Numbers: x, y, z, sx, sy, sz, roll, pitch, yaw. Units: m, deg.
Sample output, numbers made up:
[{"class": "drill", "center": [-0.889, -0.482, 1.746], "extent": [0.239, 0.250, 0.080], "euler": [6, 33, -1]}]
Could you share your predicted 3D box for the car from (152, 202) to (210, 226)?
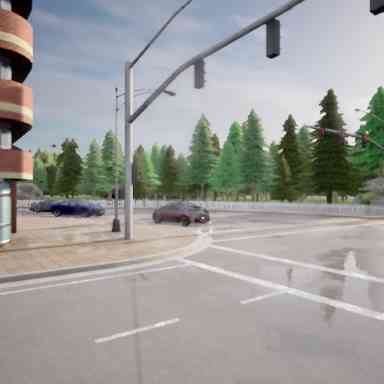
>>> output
[{"class": "car", "center": [-0.808, 1.506, 22.923], "extent": [4.181, 1.385, 1.994], "euler": [0, 0, 40]}]

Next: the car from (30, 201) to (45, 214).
[{"class": "car", "center": [-13.891, 1.490, 34.080], "extent": [5.357, 1.411, 2.033], "euler": [0, 0, 16]}]

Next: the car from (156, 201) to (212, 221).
[{"class": "car", "center": [-0.692, 1.506, 27.425], "extent": [4.181, 1.385, 1.994], "euler": [0, 0, 35]}]

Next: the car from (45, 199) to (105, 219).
[{"class": "car", "center": [-9.872, 1.421, 28.821], "extent": [5.008, 1.535, 1.882], "euler": [0, 0, 22]}]
